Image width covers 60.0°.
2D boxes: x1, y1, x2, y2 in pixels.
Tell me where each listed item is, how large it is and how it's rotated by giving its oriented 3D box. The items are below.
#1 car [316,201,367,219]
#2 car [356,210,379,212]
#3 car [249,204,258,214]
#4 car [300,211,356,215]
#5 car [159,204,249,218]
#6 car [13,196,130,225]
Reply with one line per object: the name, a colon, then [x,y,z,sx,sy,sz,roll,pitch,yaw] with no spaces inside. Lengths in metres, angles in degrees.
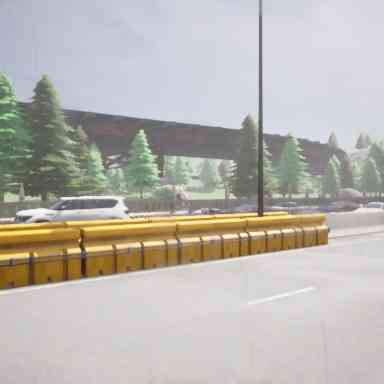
car: [13.121,1.521,29.135,4.674,1.442,1.812,0,0,-33]
car: [14.184,1.521,25.551,4.674,1.442,1.812,0,0,-33]
car: [4.164,1.544,23.349,5.357,1.411,2.033,0,0,-33]
car: [8.539,1.560,22.003,4.181,1.385,1.994,0,0,-32]
car: [0.149,1.491,16.579,4.902,1.511,2.128,0,0,-33]
car: [-5.906,1.223,16.826,5.566,2.045,2.150,0,0,-33]
